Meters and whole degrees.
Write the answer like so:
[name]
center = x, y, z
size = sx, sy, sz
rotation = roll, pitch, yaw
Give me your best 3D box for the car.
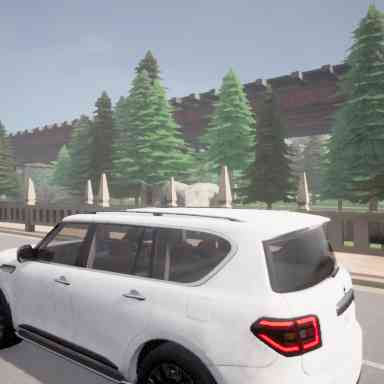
[car]
center = -0.785, 1.222, 4.570
size = 5.566, 2.045, 2.150
rotation = 0, 0, 36
